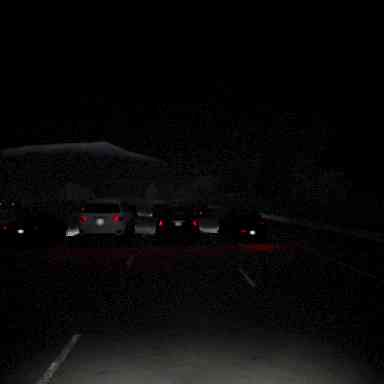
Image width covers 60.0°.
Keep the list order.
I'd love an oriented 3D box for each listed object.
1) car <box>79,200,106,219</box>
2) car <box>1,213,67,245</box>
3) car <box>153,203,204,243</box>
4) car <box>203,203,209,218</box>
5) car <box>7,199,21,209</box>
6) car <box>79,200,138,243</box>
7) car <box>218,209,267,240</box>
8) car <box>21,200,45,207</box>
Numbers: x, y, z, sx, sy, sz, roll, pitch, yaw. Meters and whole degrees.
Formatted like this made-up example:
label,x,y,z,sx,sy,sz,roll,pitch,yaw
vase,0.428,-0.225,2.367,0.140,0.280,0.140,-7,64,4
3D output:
label,x,y,z,sx,sy,sz,roll,pitch,yaw
car,-10.050,1.717,34.048,2.097,1.767,4.553,0,-1,-10
car,-7.778,1.750,16.800,1.994,1.385,4.181,0,-1,-5
car,-0.815,1.532,17.448,2.097,1.767,4.553,0,-1,-5
car,0.492,1.845,34.700,2.128,1.511,4.902,0,-1,-9
car,-27.516,1.919,50.756,2.097,1.767,4.553,0,-1,-10
car,-4.288,1.407,17.370,2.150,2.045,5.566,0,-1,-5
car,2.647,1.686,18.132,1.837,1.490,4.892,0,-1,-5
car,-24.062,2.058,51.307,2.128,1.511,4.902,0,-1,-10
